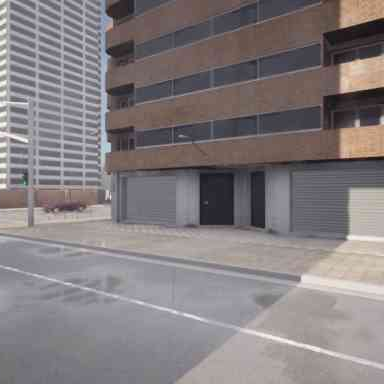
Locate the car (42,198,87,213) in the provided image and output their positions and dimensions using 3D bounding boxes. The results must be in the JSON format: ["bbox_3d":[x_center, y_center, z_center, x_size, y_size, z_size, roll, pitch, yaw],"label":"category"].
[{"bbox_3d":[-14.101,1.478,36.878,1.882,1.535,5.008,0,0,35],"label":"car"}]
